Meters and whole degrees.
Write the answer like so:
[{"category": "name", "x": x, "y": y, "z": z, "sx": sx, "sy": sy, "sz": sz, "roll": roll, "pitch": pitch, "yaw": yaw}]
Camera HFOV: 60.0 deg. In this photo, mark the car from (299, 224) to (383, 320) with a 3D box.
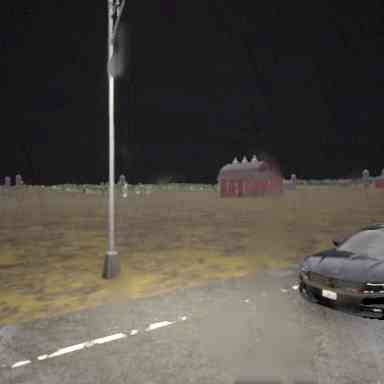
[{"category": "car", "x": 4.359, "y": 1.459, "z": 7.137, "sx": 5.008, "sy": 1.535, "sz": 1.882, "roll": 0, "pitch": 0, "yaw": -36}]
